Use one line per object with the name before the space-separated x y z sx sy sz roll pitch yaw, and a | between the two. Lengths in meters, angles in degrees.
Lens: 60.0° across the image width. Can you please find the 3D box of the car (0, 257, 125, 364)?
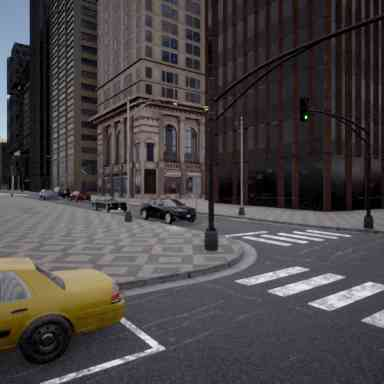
car | -3.317 1.525 4.283 4.829 1.417 1.752 0 0 -35

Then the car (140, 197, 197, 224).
car | -1.661 1.128 21.996 1.882 1.535 5.008 0 1 -36

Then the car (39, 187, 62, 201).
car | -21.511 0.360 49.902 2.097 1.767 4.553 0 1 -36

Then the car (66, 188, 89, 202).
car | -16.019 0.575 47.460 1.882 1.535 5.008 0 1 -35

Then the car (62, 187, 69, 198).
car | -21.984 0.133 55.718 2.150 2.045 5.566 0 1 -36

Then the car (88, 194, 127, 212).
car | -7.451 1.059 30.084 1.895 1.301 4.718 0 1 -36
